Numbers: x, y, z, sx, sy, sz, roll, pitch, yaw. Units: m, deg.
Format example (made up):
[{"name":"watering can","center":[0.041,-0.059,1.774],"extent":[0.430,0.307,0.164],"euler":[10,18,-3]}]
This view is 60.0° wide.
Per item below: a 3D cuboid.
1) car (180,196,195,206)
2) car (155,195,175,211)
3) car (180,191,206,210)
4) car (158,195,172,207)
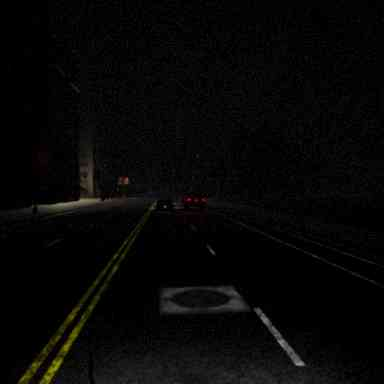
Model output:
[{"name":"car","center":[-0.669,1.267,48.199],"extent":[1.895,1.301,4.718],"euler":[-1,0,-5]},{"name":"car","center":[-3.017,1.267,37.226],"extent":[1.837,1.490,4.892],"euler":[-1,0,-5]},{"name":"car","center":[0.216,0.953,37.524],"extent":[2.150,2.045,5.566],"euler":[-1,0,-5]},{"name":"car","center":[-3.900,1.204,47.824],"extent":[1.837,1.490,4.892],"euler":[-1,1,-5]}]
